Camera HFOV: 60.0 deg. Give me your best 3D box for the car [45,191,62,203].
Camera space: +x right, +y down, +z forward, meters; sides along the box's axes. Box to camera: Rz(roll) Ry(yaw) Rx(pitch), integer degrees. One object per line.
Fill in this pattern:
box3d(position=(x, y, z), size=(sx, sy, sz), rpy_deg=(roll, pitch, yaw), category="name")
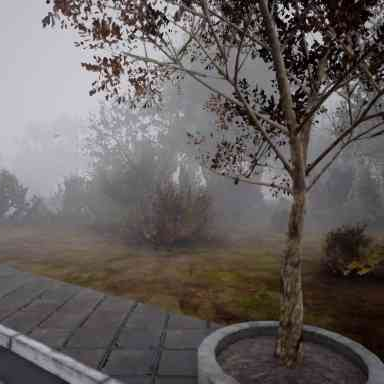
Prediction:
box3d(position=(-17.246, 0.932, 43.520), size=(2.150, 2.045, 5.566), rpy_deg=(1, 2, 32), category="car")
